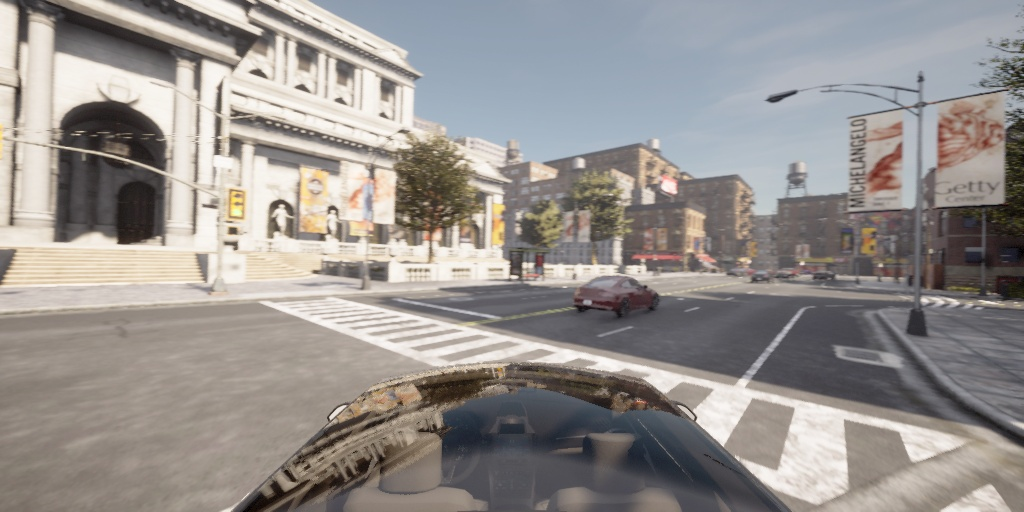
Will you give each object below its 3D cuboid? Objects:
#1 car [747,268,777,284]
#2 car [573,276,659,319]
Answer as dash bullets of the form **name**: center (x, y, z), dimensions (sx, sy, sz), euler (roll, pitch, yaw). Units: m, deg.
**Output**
- **car**: center (28.938, 2.396, 41.404), dimensions (1.812, 1.442, 4.674), euler (1, 0, 42)
- **car**: center (4.159, 1.496, 14.105), dimensions (1.812, 1.442, 4.674), euler (1, -1, 42)
